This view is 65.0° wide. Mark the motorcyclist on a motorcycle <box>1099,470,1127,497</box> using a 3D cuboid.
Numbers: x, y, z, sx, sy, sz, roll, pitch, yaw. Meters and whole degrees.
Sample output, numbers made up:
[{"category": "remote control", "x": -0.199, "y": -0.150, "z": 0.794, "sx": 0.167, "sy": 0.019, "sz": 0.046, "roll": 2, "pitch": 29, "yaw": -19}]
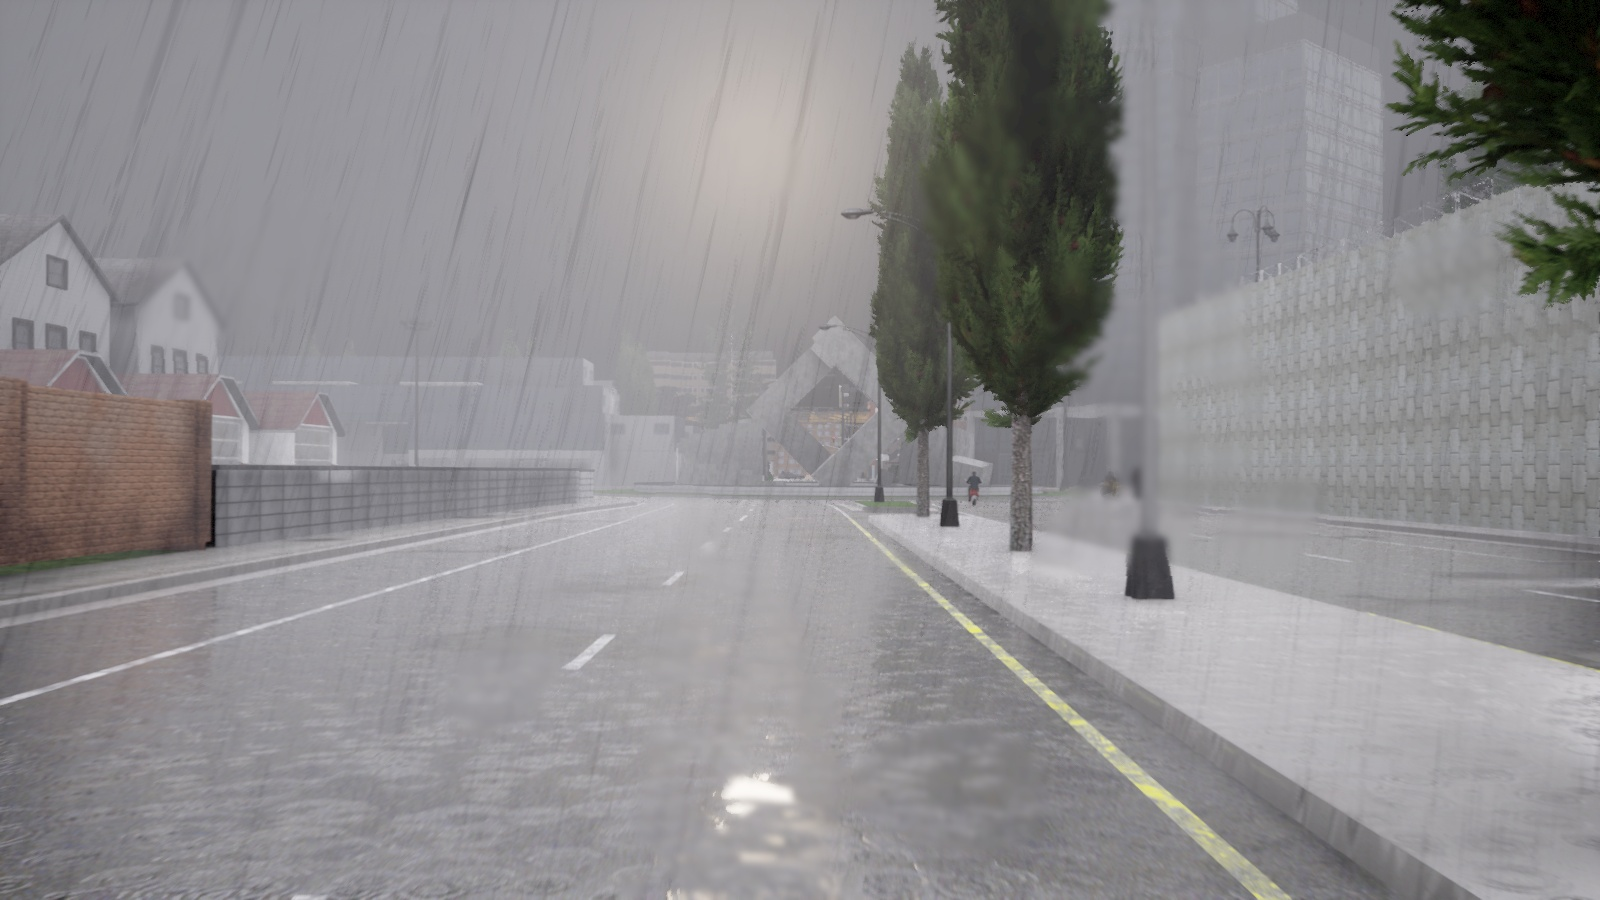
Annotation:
[{"category": "motorcyclist on a motorcycle", "x": 18.480, "y": 1.965, "z": 74.180, "sx": 0.797, "sy": 1.523, "sz": 2.044, "roll": -2, "pitch": -2, "yaw": 38}]

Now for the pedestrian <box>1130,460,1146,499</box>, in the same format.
[{"category": "pedestrian", "x": 16.153, "y": 1.409, "z": 59.981, "sx": 0.634, "sy": 1.844, "sz": 0.899, "roll": 0, "pitch": -1, "yaw": 10}]
